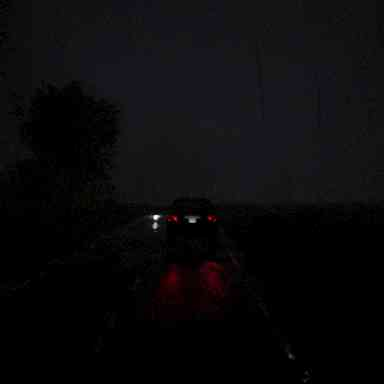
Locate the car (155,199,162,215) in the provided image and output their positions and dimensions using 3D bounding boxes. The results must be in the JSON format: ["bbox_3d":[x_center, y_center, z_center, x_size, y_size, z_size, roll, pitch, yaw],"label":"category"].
[{"bbox_3d":[-2.741,1.474,34.748,1.882,1.535,5.008,0,0,1],"label":"car"}]

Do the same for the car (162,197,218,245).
[{"bbox_3d":[0.017,1.225,15.745,2.150,2.045,5.566,0,0,0],"label":"car"}]
